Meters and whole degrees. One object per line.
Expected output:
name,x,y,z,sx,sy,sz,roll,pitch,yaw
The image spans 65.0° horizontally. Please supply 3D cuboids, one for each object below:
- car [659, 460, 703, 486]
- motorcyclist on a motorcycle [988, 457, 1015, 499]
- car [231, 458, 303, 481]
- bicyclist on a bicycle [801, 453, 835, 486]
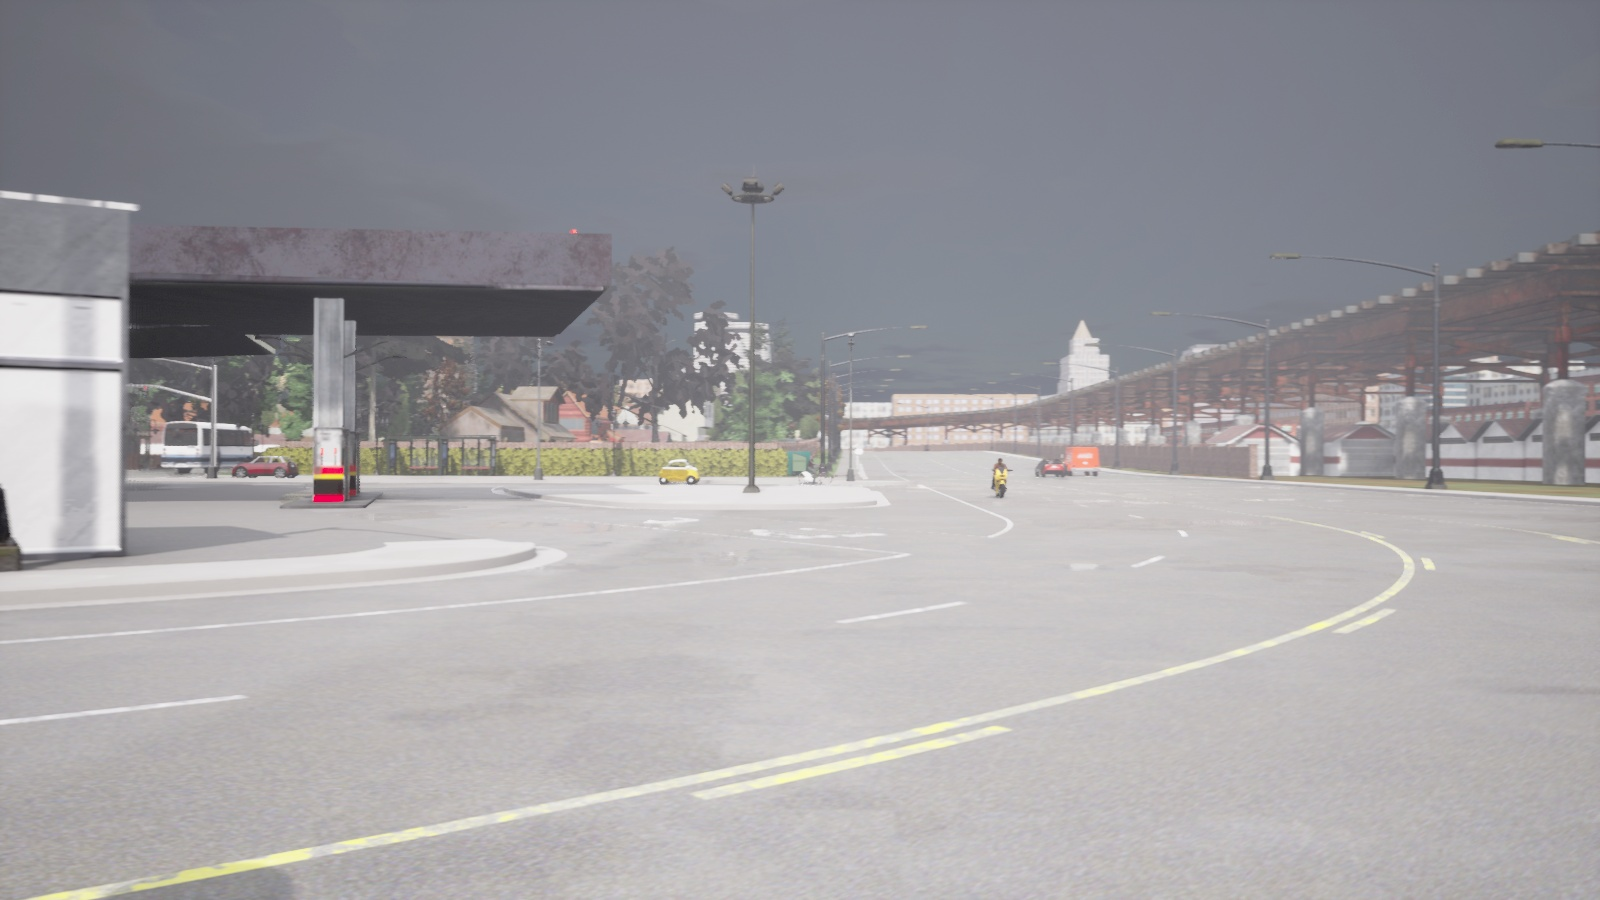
car,-6.443,1.231,68.232,2.207,1.376,1.481,0,0,2
motorcyclist on a motorcycle,7.487,1.014,46.741,0.797,1.523,2.044,0,0,3
car,-34.297,1.240,80.846,3.806,1.475,1.970,0,0,2
bicyclist on a bicycle,0.975,1.039,67.939,1.843,1.776,0.659,0,0,2
